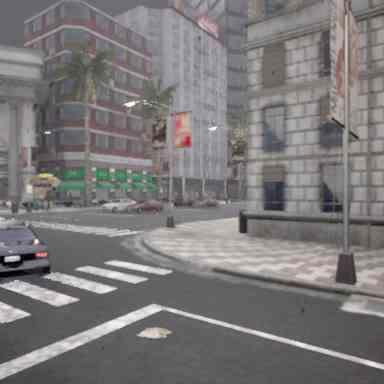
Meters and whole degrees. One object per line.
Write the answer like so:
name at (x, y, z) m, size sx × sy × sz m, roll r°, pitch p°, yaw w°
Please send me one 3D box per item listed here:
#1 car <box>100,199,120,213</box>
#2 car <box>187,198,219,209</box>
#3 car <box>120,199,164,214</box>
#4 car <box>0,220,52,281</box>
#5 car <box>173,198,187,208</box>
car at (-7.940, 1.473, 36.871) m, size 1.812 × 1.442 × 4.674 m, roll 0°, pitch 0°, yaw 37°
car at (1.844, 1.480, 44.120) m, size 1.812 × 1.442 × 4.674 m, roll 0°, pitch 0°, yaw 38°
car at (-4.932, 1.480, 35.055) m, size 1.812 × 1.442 × 4.674 m, roll 0°, pitch 0°, yaw 37°
car at (-5.412, 1.529, 9.488) m, size 2.033 × 1.411 × 5.357 m, roll 0°, pitch 0°, yaw -35°
car at (-0.531, 1.548, 46.832) m, size 1.895 × 1.301 × 4.718 m, roll 0°, pitch 0°, yaw 38°
